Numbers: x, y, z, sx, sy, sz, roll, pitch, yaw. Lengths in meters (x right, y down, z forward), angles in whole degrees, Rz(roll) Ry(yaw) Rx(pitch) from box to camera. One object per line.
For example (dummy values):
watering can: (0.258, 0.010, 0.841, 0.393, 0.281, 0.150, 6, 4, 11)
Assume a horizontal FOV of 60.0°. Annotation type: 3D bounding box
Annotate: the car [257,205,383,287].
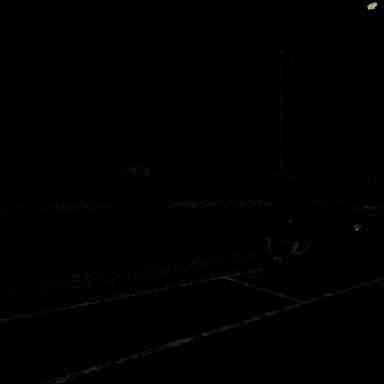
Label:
car: (4.124, 1.313, 9.478, 5.009, 1.841, 2.192, 0, 0, -36)
